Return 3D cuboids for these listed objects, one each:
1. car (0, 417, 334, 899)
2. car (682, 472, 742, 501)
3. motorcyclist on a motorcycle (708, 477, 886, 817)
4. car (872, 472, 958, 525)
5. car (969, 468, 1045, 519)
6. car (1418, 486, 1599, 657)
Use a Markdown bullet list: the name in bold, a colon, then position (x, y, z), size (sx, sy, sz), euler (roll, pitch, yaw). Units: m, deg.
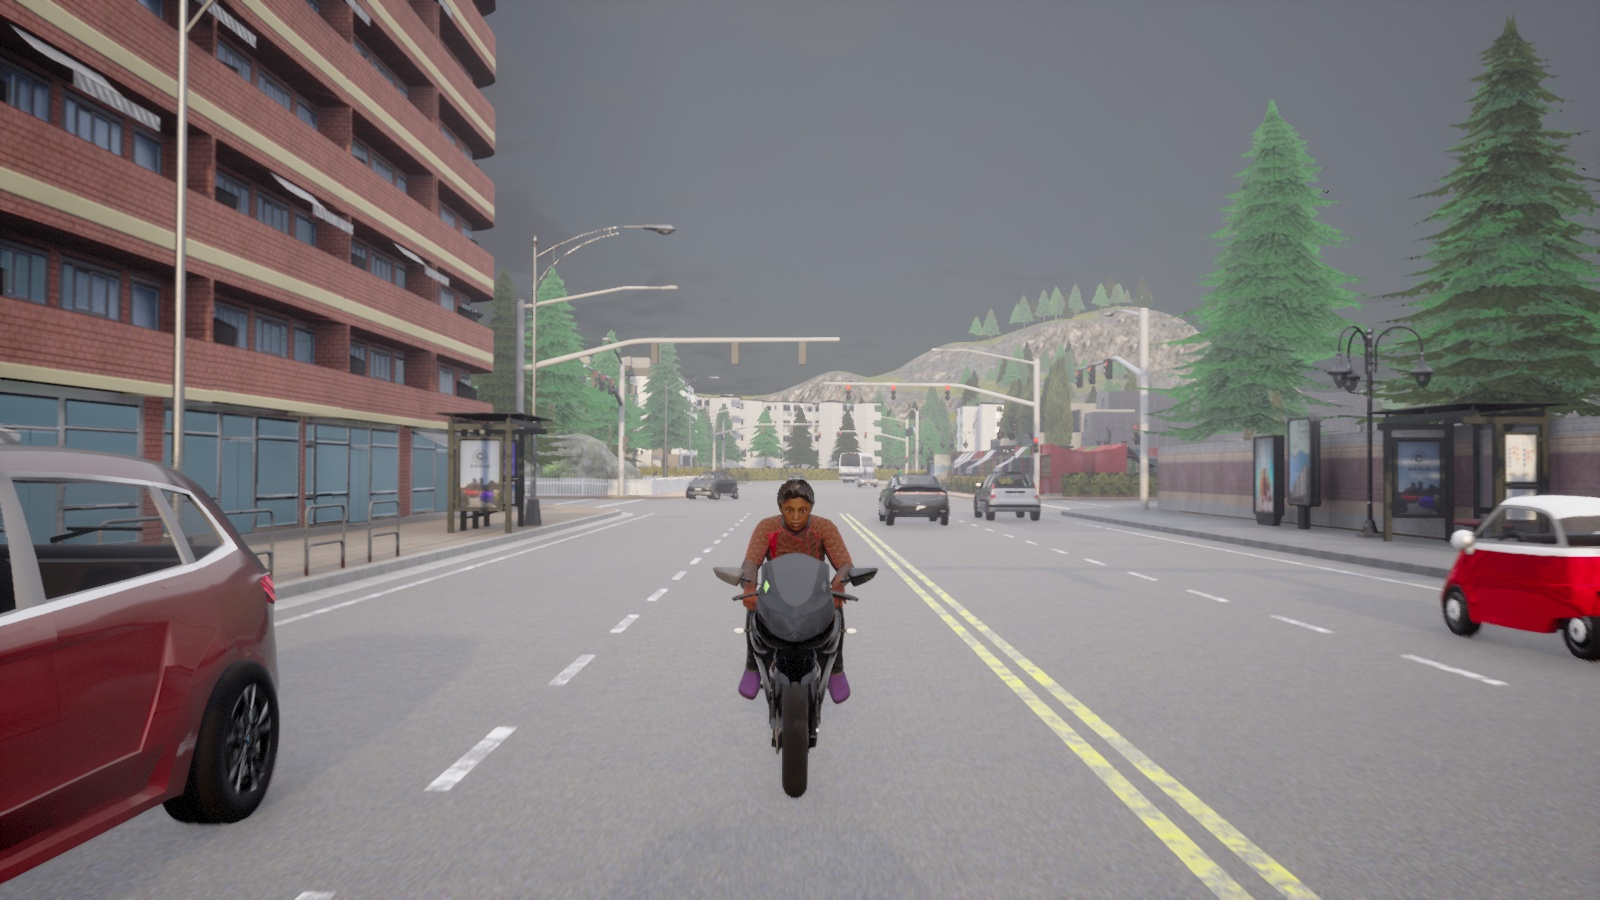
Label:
- **car**: position (-3.511, 0.746, 4.145), size (2.242, 1.667, 4.611), euler (0, -1, 0)
- **car**: position (-4.787, 1.995, 68.728), size (1.789, 1.549, 3.705), euler (0, -1, 22)
- **motorcyclist on a motorcycle**: position (-0.017, 0.914, 6.715), size (0.797, 1.523, 2.044), euler (0, -1, 0)
- **car**: position (3.407, 1.417, 38.046), size (2.128, 1.511, 4.902), euler (0, -1, 0)
- **car**: position (6.896, 1.417, 42.201), size (1.851, 1.617, 3.988), euler (0, -1, 0)
- **car**: position (6.975, 1.042, 11.542), size (1.481, 1.376, 2.207), euler (0, -1, 0)
